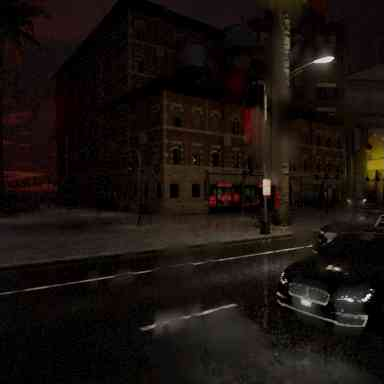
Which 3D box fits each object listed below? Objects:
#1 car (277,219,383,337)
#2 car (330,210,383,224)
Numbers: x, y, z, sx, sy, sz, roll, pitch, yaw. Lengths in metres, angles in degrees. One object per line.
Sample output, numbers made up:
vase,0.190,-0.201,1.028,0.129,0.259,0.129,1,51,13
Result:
car,3.784,1.505,6.674,4.892,1.490,1.837,0,0,-35
car,7.004,1.491,13.239,4.902,1.511,2.128,0,0,-35
